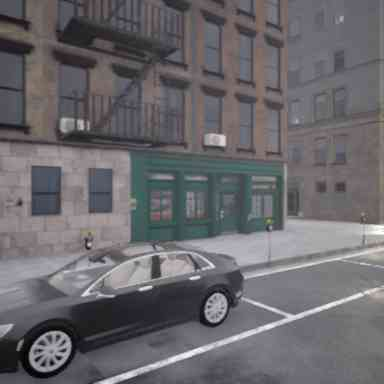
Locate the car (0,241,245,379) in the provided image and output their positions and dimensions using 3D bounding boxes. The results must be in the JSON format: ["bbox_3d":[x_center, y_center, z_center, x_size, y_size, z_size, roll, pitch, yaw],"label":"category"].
[{"bbox_3d":[-1.080,1.552,5.419,4.403,1.369,2.008,0,0,-36],"label":"car"}]
